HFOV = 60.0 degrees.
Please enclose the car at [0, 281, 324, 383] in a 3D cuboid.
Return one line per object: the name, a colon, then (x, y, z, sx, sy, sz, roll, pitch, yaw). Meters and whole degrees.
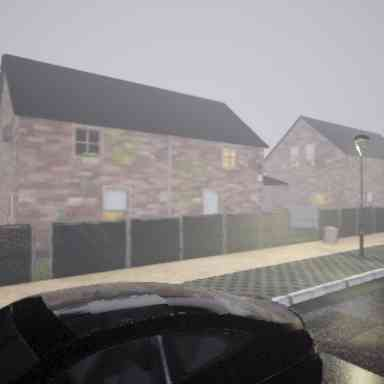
car: (-0.921, 1.525, 2.416, 4.674, 1.442, 1.812, 0, 0, -36)
